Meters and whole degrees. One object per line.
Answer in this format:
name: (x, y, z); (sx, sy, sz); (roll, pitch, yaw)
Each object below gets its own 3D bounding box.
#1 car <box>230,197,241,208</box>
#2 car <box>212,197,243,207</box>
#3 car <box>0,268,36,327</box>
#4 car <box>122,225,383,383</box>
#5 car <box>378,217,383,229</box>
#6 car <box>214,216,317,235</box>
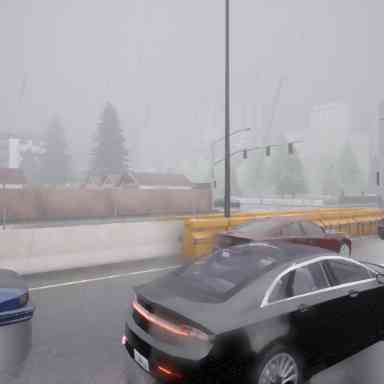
car: (4.675, 1.601, 46.120); (1.895, 1.301, 4.718); (0, 0, -33)
car: (5.414, 1.491, 51.363); (2.128, 1.511, 4.902); (0, 0, -34)
car: (-5.105, 1.547, 4.398); (5.357, 1.411, 2.033); (0, 0, -36)
car: (1.455, 1.492, 4.796); (4.902, 1.511, 2.128); (0, 0, -36)
car: (10.606, 1.505, 15.659); (4.892, 1.490, 1.837); (0, 0, -36)
car: (2.894, 1.478, 10.129); (5.008, 1.535, 1.882); (0, 0, -36)
